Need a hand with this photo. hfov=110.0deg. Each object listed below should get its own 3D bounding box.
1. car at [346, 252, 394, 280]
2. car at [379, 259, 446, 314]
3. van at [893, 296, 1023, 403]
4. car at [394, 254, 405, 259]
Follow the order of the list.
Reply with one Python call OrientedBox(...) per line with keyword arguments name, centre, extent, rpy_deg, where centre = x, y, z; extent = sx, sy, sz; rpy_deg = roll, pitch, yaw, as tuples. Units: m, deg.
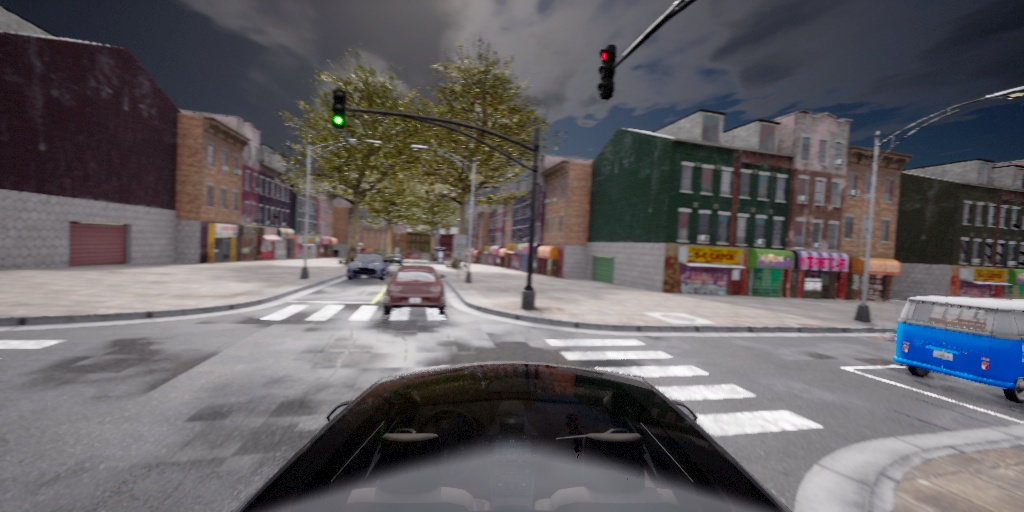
OrientedBox(name="car", centre=(-8.900, 0.561, 22.512), extent=(2.097, 1.767, 4.553), rpy_deg=(3, 0, -14))
OrientedBox(name="car", centre=(-3.271, 1.034, 12.286), extent=(1.812, 1.442, 4.674), rpy_deg=(2, 1, -14))
OrientedBox(name="van", centre=(9.973, 1.761, 7.314), extent=(3.998, 1.789, 1.690), rpy_deg=(0, 0, -14))
OrientedBox(name="car", centre=(-14.614, 0.450, 45.082), extent=(1.837, 1.490, 4.892), rpy_deg=(3, -1, -14))
